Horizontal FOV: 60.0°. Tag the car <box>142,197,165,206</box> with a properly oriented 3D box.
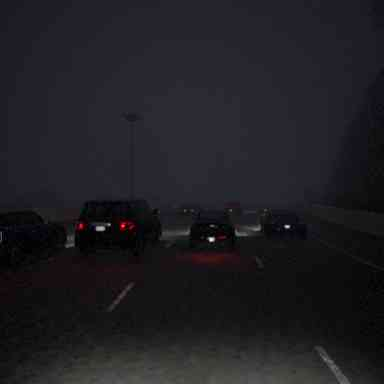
[{"bbox_3d":[-6.936,1.762,60.239,2.128,1.511,4.902,0,0,20],"label":"car"}]

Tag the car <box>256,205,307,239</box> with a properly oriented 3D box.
[{"bbox_3d":[4.822,1.652,17.997,1.994,1.385,4.181,0,0,6],"label":"car"}]

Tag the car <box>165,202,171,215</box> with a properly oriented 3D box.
[{"bbox_3d":[-2.882,1.762,35.582,1.895,1.301,4.718,0,0,12],"label":"car"}]

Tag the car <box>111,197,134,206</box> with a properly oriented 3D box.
[{"bbox_3d":[-13.170,1.774,63.534,2.128,1.511,4.902,0,0,20],"label":"car"}]

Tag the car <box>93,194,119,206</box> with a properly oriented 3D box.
[{"bbox_3d":[-16.589,1.502,64.382,2.150,2.045,5.566,0,0,20],"label":"car"}]

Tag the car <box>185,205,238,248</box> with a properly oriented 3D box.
[{"bbox_3d":[0.992,1.576,15.229,1.837,1.490,4.892,0,0,6],"label":"car"}]

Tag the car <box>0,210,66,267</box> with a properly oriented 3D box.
[{"bbox_3d":[-6.314,1.401,11.814,2.097,1.767,4.553,0,0,4],"label":"car"}]

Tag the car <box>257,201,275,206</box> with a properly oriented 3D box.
[{"bbox_3d":[8.312,1.705,37.345,1.812,1.442,4.674,0,0,14],"label":"car"}]

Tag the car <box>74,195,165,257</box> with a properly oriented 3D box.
[{"bbox_3d":[-2.715,1.281,13.372,2.150,2.045,5.566,0,0,5],"label":"car"}]

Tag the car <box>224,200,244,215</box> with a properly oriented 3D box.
[{"bbox_3d":[4.605,1.679,36.885,1.837,1.490,4.892,0,0,13],"label":"car"}]

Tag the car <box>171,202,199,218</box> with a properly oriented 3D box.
[{"bbox_3d":[-0.111,1.693,31.778,2.033,1.411,5.357,0,0,11],"label":"car"}]
